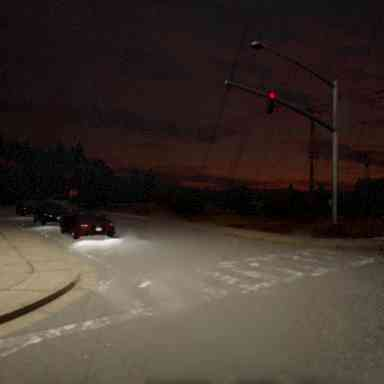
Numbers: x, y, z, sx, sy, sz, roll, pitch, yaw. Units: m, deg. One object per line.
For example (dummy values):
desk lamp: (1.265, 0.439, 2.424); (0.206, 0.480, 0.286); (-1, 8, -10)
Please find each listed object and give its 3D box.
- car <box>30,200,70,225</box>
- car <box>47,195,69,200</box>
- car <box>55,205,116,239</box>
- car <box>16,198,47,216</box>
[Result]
car: (-10.535, 1.571, 24.908); (1.837, 1.490, 4.892); (1, 0, -34)
car: (-16.220, 1.318, 39.743); (2.150, 2.045, 5.566); (1, 0, -34)
car: (-5.620, 1.629, 17.734); (1.994, 1.385, 4.181); (1, 0, -34)
car: (-16.407, 1.544, 33.489); (1.882, 1.535, 5.008); (1, 0, -34)
